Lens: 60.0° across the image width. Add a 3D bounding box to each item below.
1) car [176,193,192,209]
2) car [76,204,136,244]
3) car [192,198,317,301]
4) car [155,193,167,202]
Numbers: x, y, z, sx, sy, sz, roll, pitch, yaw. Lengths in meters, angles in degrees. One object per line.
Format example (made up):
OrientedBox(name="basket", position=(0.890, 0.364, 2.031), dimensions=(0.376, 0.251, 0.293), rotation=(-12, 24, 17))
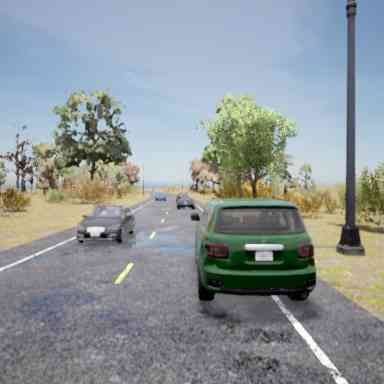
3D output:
OrientedBox(name="car", position=(-0.765, 1.181, 38.493), dimensions=(1.994, 1.385, 4.181), rotation=(0, 1, -2))
OrientedBox(name="car", position=(-3.750, 1.347, 15.178), dimensions=(2.128, 1.511, 4.902), rotation=(0, 1, -1))
OrientedBox(name="car", position=(1.184, 1.145, 8.266), dimensions=(2.150, 2.045, 5.566), rotation=(0, 1, -1))
OrientedBox(name="car", position=(-5.455, 0.888, 58.051), dimensions=(1.882, 1.535, 5.008), rotation=(0, 1, -3))
